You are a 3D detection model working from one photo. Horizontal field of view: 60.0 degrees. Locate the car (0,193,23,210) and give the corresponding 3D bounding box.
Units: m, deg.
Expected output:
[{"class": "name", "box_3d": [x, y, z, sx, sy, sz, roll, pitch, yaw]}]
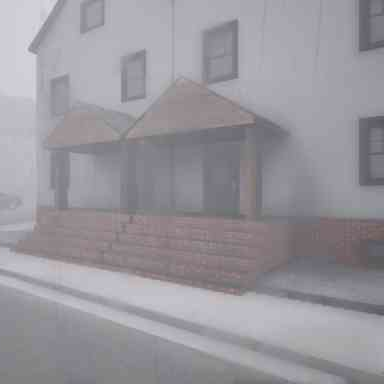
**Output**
[{"class": "car", "box_3d": [-16.187, 0.891, 26.550, 1.837, 1.490, 4.892, 0, 7, 35]}]
